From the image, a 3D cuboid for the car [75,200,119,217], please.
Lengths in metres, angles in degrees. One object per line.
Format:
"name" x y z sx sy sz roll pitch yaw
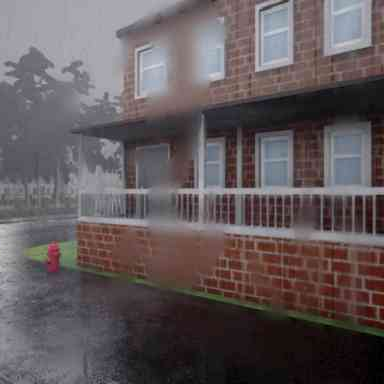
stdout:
"car" -7.610 1.504 28.483 1.837 1.490 4.892 0 0 36
